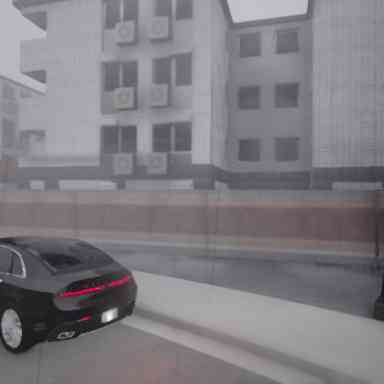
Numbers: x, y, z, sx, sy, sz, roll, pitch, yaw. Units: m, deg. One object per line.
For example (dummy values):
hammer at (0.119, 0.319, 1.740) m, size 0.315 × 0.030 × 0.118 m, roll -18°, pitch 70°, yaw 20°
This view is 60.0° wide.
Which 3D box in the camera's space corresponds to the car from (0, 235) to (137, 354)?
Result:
car at (-3.225, 1.574, 6.264) m, size 4.892 × 1.490 × 1.837 m, roll 0°, pitch -1°, yaw 34°
